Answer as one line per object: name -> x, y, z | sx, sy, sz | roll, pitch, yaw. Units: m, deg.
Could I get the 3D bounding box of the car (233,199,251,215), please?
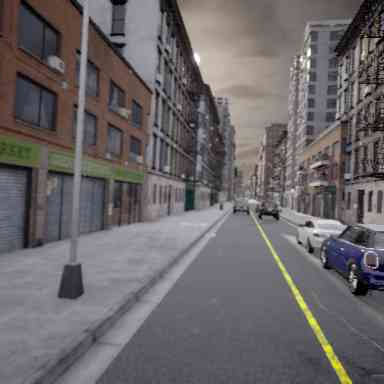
car -> 6.742, 1.993, 45.223 | 2.150, 2.045, 5.566 | 3, 0, 9

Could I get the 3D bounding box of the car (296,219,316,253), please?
car -> 6.141, 1.989, 15.586 | 1.812, 1.442, 4.674 | 3, -1, 9

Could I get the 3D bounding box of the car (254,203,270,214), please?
car -> 10.651, 2.505, 51.044 | 2.128, 1.511, 4.902 | 3, 0, 9

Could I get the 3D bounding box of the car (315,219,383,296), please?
car -> 5.238, 1.709, 9.628 | 2.097, 1.767, 4.553 | 3, -1, 9

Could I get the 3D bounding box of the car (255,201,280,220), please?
car -> 8.669, 2.023, 37.847 | 2.150, 2.045, 5.566 | 3, 0, 9
